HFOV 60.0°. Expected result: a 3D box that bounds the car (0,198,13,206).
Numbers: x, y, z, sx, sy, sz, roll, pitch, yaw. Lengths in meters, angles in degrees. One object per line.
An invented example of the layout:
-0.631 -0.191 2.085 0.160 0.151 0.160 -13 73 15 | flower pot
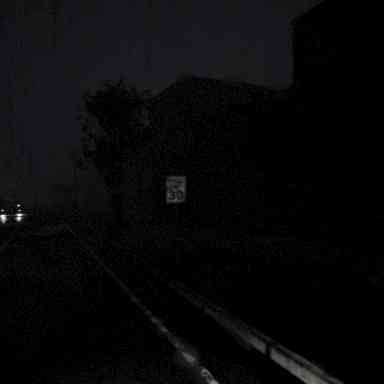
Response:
-47.086 2.461 81.504 5.566 2.045 2.435 -1 -1 -25 | car

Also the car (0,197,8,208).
-40.039 2.150 66.236 5.566 2.045 2.435 -1 0 -25 | car

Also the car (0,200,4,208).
-38.839 2.354 63.695 4.892 1.521 2.231 -1 0 -25 | car

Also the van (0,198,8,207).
-44.814 2.383 76.378 4.442 1.987 1.878 -1 -1 -25 | van

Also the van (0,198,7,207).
-42.253 2.274 71.385 4.442 1.987 1.878 -1 -1 -25 | van

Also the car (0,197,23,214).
-23.018 1.841 42.727 2.097 1.767 4.553 -1 0 -25 | car

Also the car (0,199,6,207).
-41.153 2.324 68.803 4.553 1.767 2.185 -1 -1 -25 | car

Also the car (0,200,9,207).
-43.522 2.556 73.883 4.892 1.521 2.231 -1 -1 -25 | car

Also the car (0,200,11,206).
-45.873 2.659 78.971 5.008 1.535 2.097 -1 -1 -25 | car
